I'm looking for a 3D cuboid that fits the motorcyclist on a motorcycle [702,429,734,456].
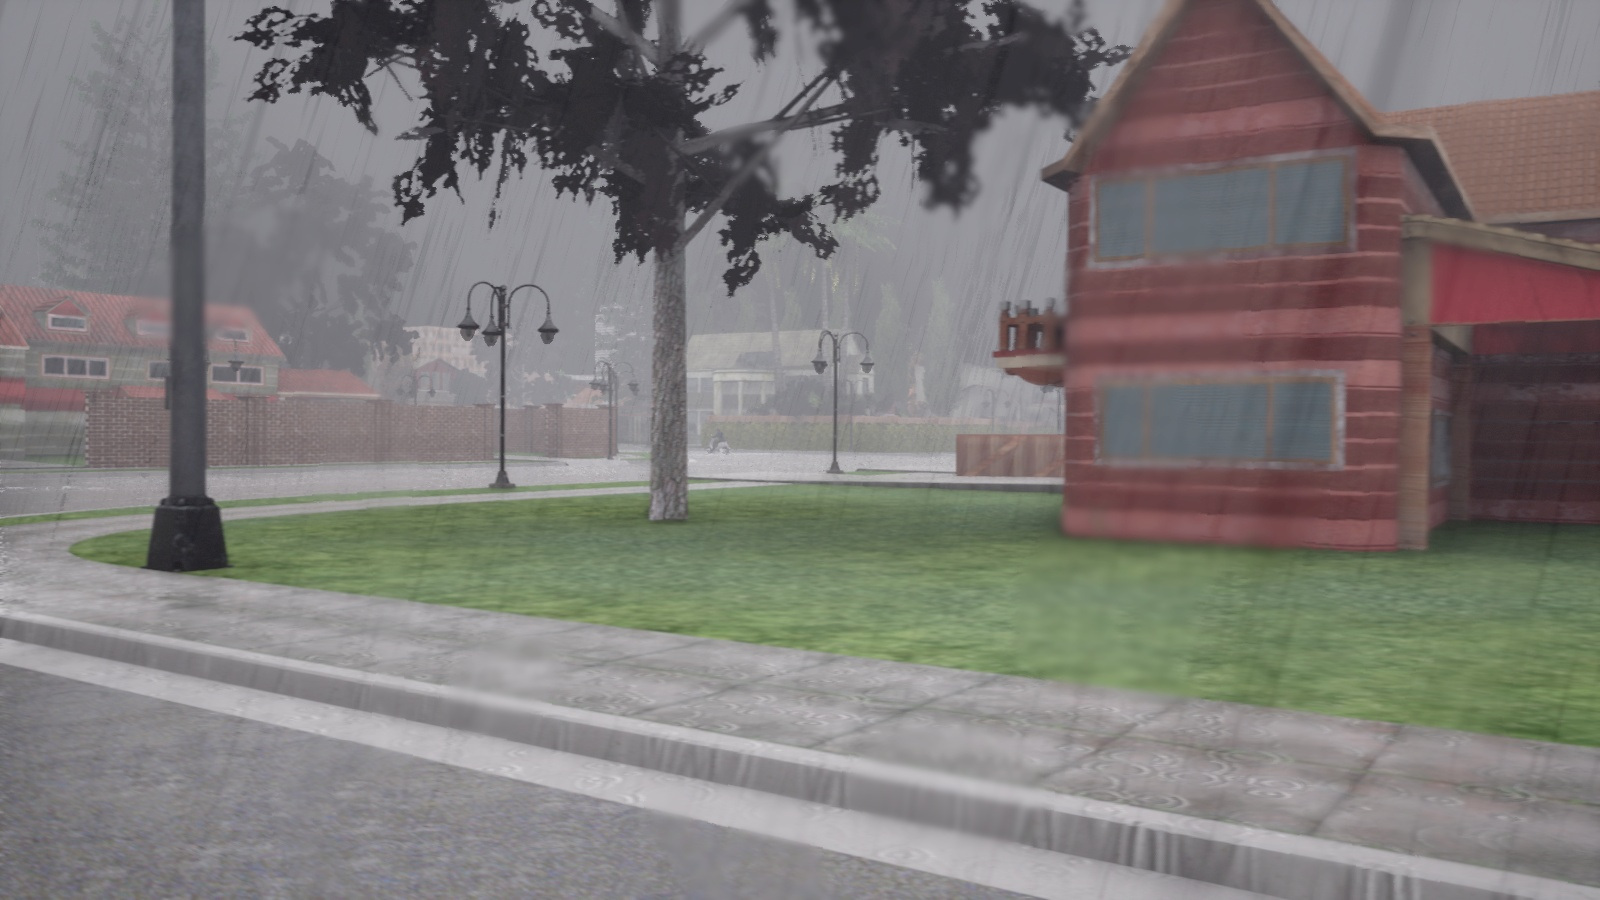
[{"bbox_3d":[-5.071,-0.471,77.697,1.817,1.590,0.866,0,2,34],"label":"motorcyclist on a motorcycle"}]
